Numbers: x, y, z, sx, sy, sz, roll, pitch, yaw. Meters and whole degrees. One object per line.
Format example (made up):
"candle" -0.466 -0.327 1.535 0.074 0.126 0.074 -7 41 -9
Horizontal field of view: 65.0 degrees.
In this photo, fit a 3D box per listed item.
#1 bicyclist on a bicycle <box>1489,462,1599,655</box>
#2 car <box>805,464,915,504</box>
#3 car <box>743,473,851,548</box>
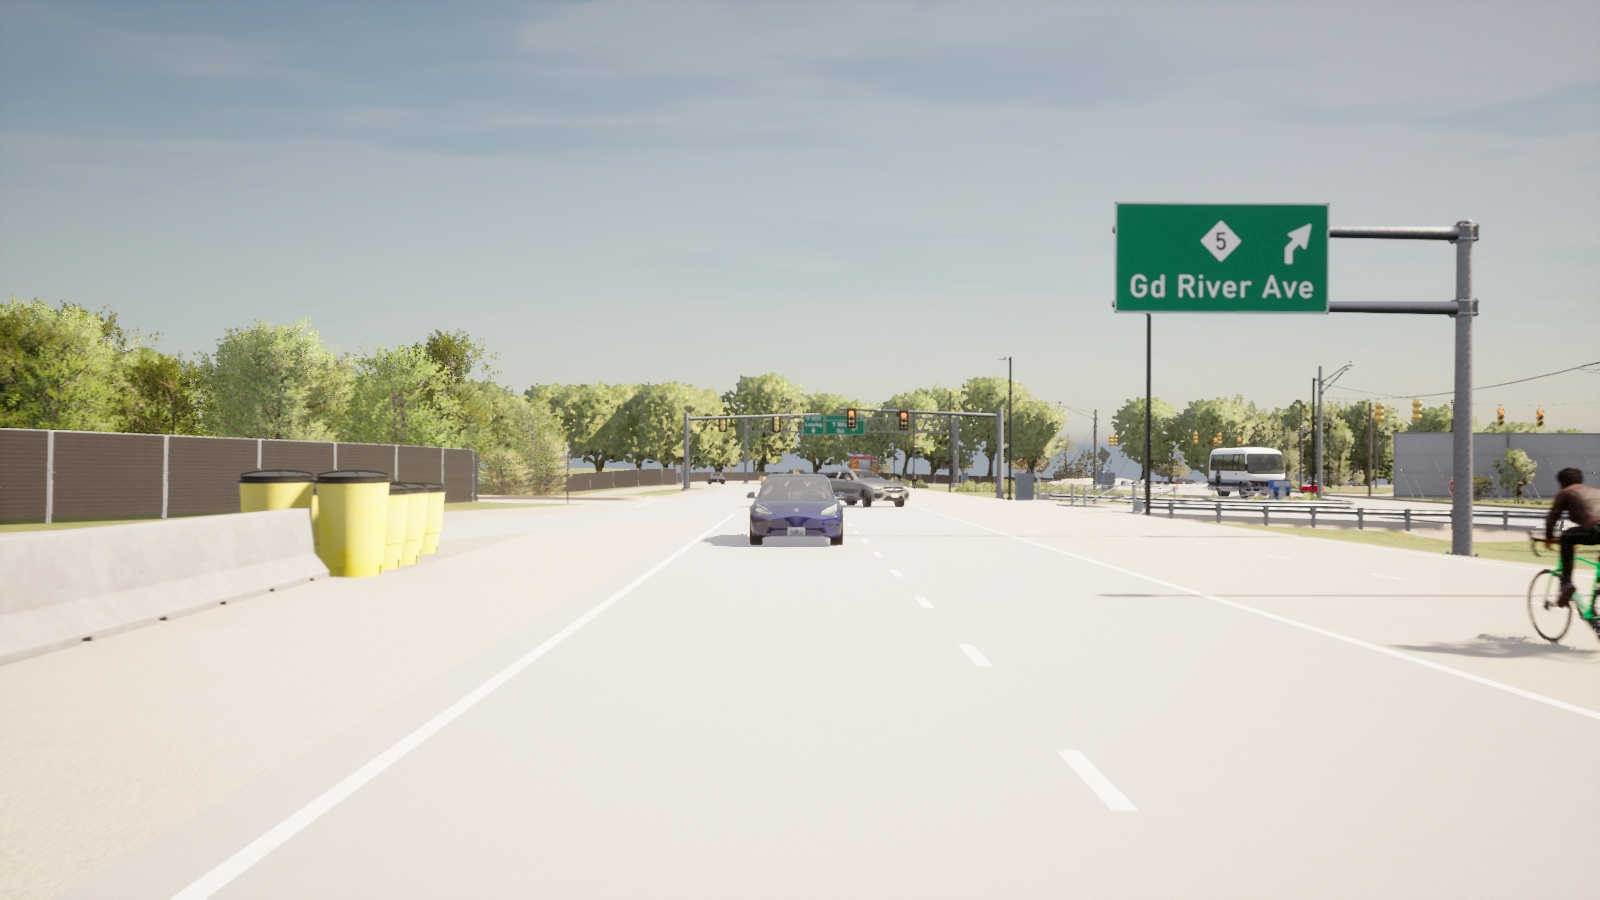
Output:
"bicyclist on a bicycle" 6.973 0.924 11.328 0.582 1.620 1.656 0 -1 0
"car" 2.559 1.475 54.754 2.152 1.651 5.027 1 -1 -36
"car" -0.065 1.262 27.608 2.163 1.488 4.792 0 -1 0
